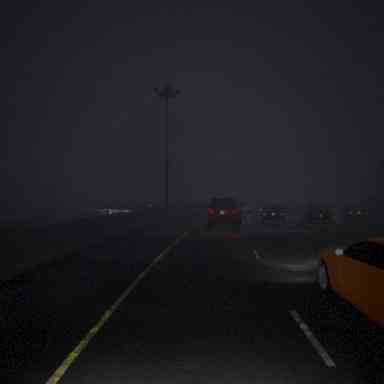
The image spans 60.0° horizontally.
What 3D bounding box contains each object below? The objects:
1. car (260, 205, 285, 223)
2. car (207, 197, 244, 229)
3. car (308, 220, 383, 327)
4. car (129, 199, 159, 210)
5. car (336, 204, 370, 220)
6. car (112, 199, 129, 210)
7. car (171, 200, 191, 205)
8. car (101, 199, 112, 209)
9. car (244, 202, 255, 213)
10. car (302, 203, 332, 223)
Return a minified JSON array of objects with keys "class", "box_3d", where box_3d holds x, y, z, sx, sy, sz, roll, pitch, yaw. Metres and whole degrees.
[{"class":"car","box_3d":[6.718,1.756,27.724,2.033,1.411,5.357,0,0,12]},{"class":"car","box_3d":[2.367,1.392,23.512,2.150,2.045,5.566,0,0,10]},{"class":"car","box_3d":[3.864,1.529,5.983,1.882,1.535,5.008,0,0,3]},{"class":"car","box_3d":[-6.340,1.803,46.982,2.128,1.511,4.902,0,0,18]},{"class":"car","box_3d":[14.379,1.788,29.888,2.033,1.411,5.357,0,0,14]},{"class":"car","box_3d":[-9.377,1.843,48.913,1.812,1.442,4.674,0,-1,19]},{"class":"car","box_3d":[-1.619,1.868,49.954,1.812,1.442,4.674,0,-1,20]},{"class":"car","box_3d":[-12.146,1.855,51.602,1.812,1.442,4.674,0,-1,19]},{"class":"car","box_3d":[6.731,1.903,41.311,1.895,1.301,4.718,0,0,17]},{"class":"car","box_3d":[10.378,1.696,27.908,1.882,1.535,5.008,0,0,12]}]
